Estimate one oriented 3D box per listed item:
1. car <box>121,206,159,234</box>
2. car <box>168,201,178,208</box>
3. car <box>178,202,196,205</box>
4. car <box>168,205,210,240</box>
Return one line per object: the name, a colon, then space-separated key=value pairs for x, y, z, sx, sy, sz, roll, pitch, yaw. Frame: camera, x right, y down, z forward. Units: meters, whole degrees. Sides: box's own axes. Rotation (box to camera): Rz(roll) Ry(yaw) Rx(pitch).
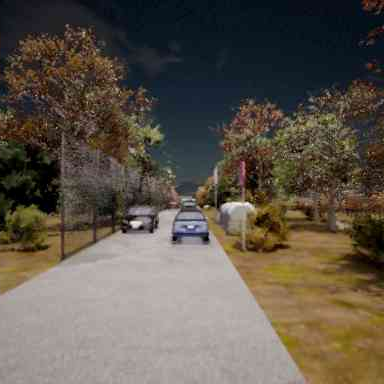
car: x=-3.066 y=1.618 z=20.403 sx=2.128 sy=1.511 sz=4.902 roll=0 pitch=-1 yaw=-1
car: x=-3.384 y=2.471 z=60.955 sx=1.882 sy=1.535 sz=5.008 roll=0 pitch=-2 yaw=0
car: x=-0.324 y=1.915 z=38.562 sx=1.837 sy=1.490 sz=4.892 roll=0 pitch=-1 yaw=-1
car: x=-0.083 y=1.642 z=17.483 sx=2.033 sy=1.411 sz=5.357 roll=0 pitch=-1 yaw=-1
